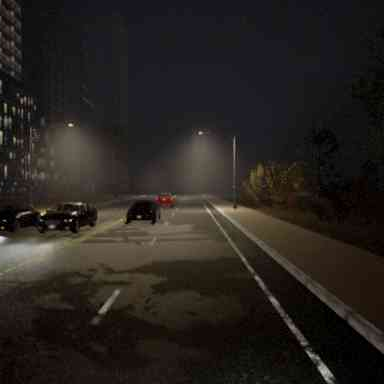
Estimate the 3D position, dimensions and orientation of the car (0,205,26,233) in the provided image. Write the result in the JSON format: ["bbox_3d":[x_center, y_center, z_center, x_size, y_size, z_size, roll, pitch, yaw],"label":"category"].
[{"bbox_3d":[-9.747,1.377,17.863,1.994,1.385,4.181,0,1,0],"label":"car"}]

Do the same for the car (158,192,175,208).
[{"bbox_3d":[-3.144,0.876,39.535,2.097,1.767,4.553,0,1,0],"label":"car"}]

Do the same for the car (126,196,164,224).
[{"bbox_3d":[-3.145,1.260,22.023,1.812,1.442,4.674,0,1,0],"label":"car"}]

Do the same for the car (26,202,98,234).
[{"bbox_3d":[-6.497,1.312,17.862,2.128,1.511,4.902,0,1,0],"label":"car"}]
